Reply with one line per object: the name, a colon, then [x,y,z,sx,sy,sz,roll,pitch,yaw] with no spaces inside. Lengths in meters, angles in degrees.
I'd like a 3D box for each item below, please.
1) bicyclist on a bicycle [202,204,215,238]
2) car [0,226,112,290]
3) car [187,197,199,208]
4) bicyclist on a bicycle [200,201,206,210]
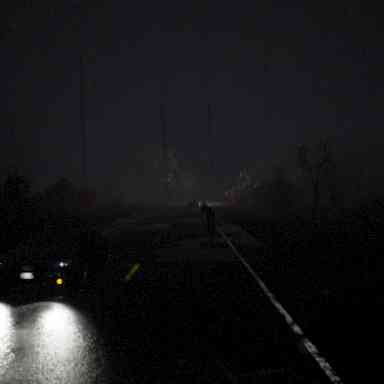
bicyclist on a bicycle: [0.971,1.612,17.426,0.582,1.620,1.656,0,-1,0]
car: [-3.596,1.649,9.227,1.994,1.385,4.181,0,-1,0]
car: [0.120,2.044,57.570,1.994,1.385,4.181,0,-1,0]
bicyclist on a bicycle: [0.974,1.606,26.083,0.659,1.776,1.843,0,0,0]
